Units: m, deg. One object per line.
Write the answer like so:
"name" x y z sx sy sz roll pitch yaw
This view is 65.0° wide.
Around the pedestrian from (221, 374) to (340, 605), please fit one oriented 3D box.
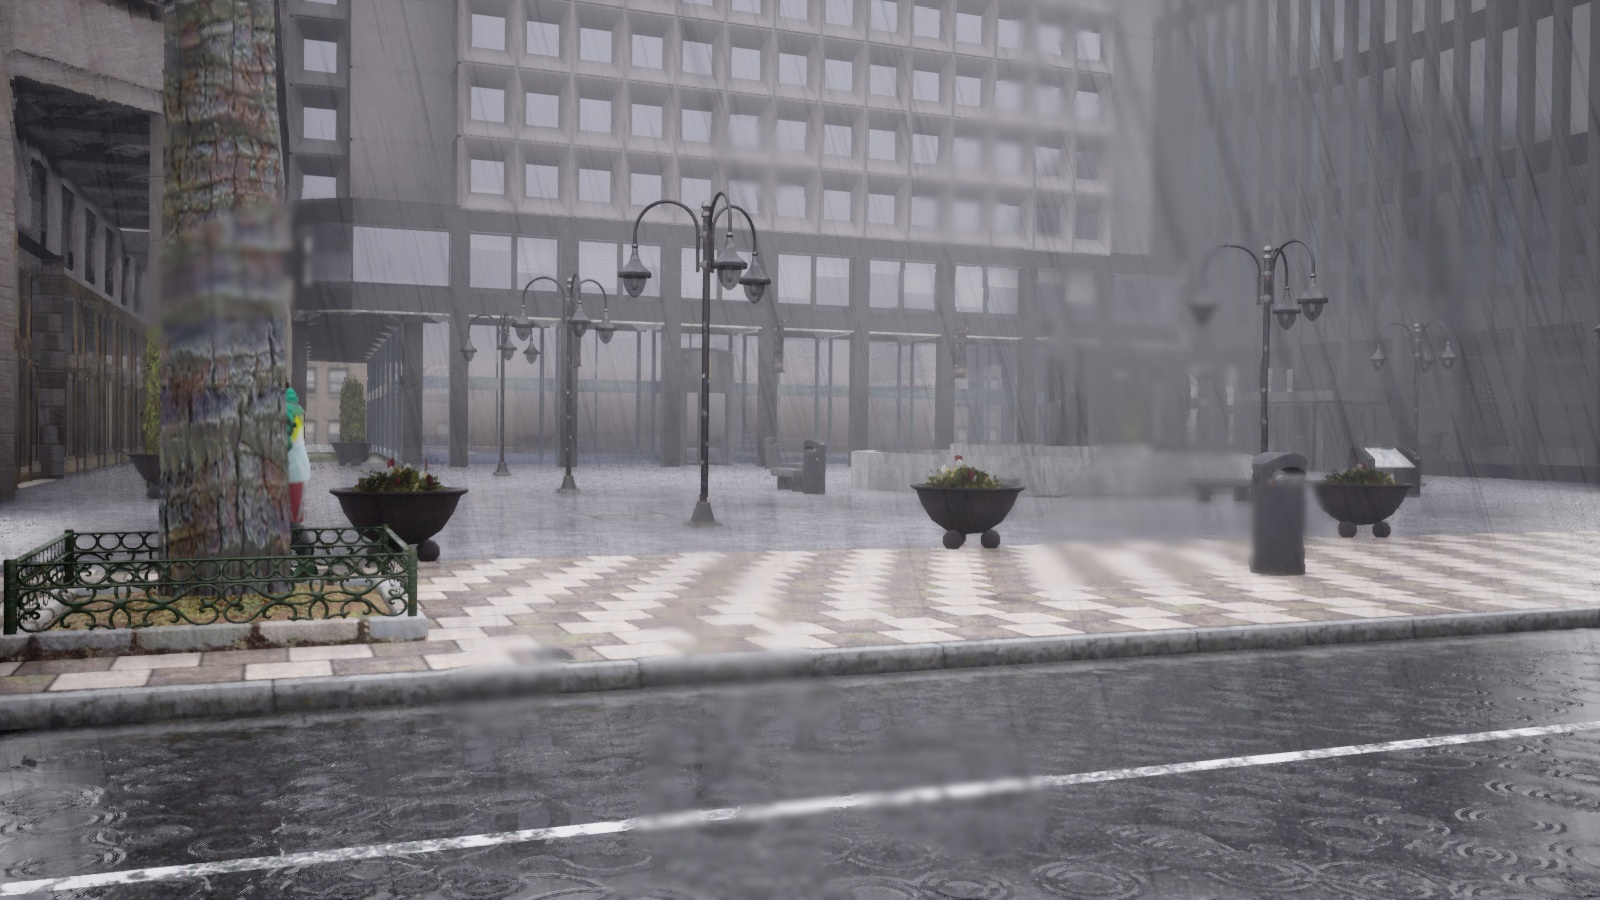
"pedestrian" -4.550 0.324 11.054 0.873 1.952 0.659 -1 1 -17
